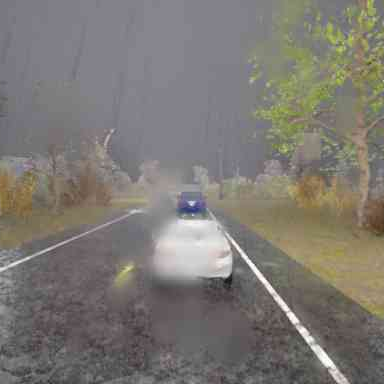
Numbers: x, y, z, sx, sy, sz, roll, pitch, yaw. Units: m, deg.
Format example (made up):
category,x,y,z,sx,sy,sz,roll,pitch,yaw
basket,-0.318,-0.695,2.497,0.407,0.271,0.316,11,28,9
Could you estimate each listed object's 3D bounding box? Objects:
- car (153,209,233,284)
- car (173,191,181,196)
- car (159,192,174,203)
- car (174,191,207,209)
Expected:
category,x,y,z,sx,sy,sz,roll,pitch,yaw
car,0.038,1.420,9.105,1.812,1.442,4.674,0,1,0
car,-3.907,0.394,87.531,1.895,1.301,4.718,0,1,0
car,-3.989,1.002,50.500,1.895,1.301,4.718,0,1,-3
car,-0.010,0.922,26.299,2.150,2.045,5.566,0,1,0
